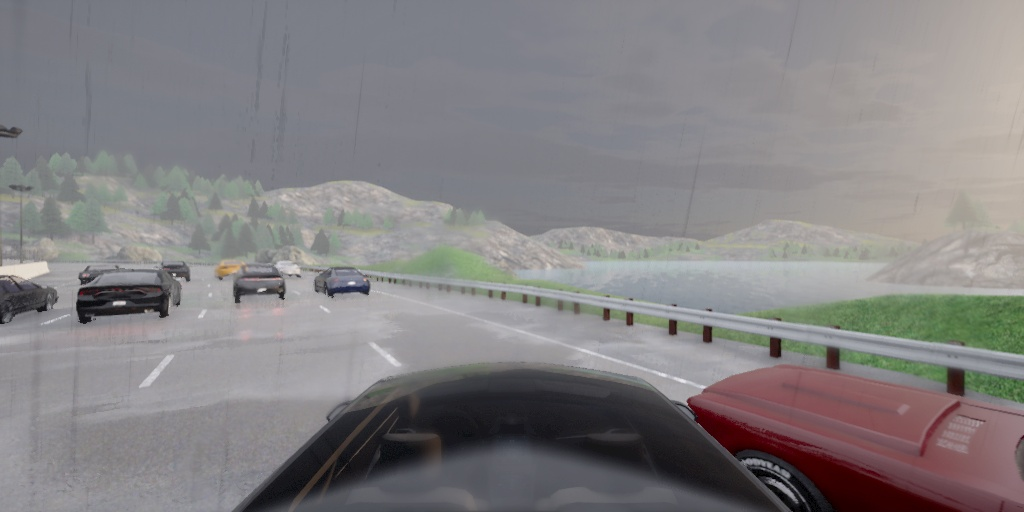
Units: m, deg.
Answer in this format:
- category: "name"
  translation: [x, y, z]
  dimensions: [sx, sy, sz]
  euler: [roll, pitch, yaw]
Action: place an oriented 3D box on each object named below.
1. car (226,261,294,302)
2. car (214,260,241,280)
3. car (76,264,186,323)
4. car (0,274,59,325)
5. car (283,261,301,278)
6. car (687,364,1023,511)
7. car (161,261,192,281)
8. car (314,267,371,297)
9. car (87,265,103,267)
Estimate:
- category: "car"
  translation: [-11.863, 1.191, 16.735]
  dimensions: [2.128, 1.511, 4.902]
  euler: [0, 0, -39]
- category: "car"
  translation: [-23.361, 1.133, 29.828]
  dimensions: [1.882, 1.535, 5.008]
  euler: [0, -1, -43]
- category: "car"
  translation: [-12.734, 1.191, 12.209]
  dimensions: [1.882, 1.535, 5.008]
  euler: [0, 0, -38]
- category: "car"
  translation: [-16.037, 1.264, 10.822]
  dimensions: [2.033, 1.411, 5.357]
  euler: [0, 0, -38]
- category: "car"
  translation: [-19.814, 1.178, 31.149]
  dimensions: [1.812, 1.442, 4.674]
  euler: [0, 0, -43]
- category: "car"
  translation: [3.316, 1.351, 1.593]
  dimensions: [1.895, 1.301, 4.718]
  euler: [0, 0, -32]
- category: "car"
  translation: [-25.941, 1.162, 27.455]
  dimensions: [1.837, 1.490, 4.892]
  euler: [0, -1, -43]
- category: "car"
  translation: [-8.865, 1.258, 18.580]
  dimensions: [1.994, 1.385, 4.181]
  euler: [0, 0, -38]
- category: "car"
  translation: [-28.253, 1.270, 24.858]
  dimensions: [1.895, 1.301, 4.718]
  euler: [0, 0, -44]
